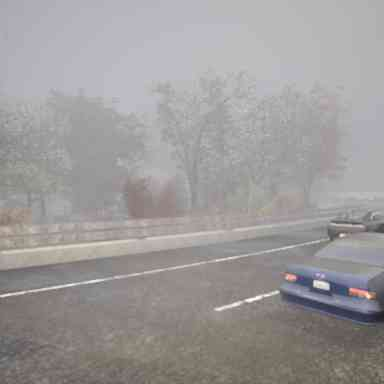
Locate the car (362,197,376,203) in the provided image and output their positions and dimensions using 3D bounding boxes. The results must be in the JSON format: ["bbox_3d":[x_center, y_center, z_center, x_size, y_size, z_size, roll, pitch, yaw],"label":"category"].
[{"bbox_3d":[43.610,2.147,83.582,1.994,1.385,4.181,0,0,2],"label":"car"}]

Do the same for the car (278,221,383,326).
[{"bbox_3d":[4.073,1.602,7.114,5.357,1.411,2.033,0,0,-40],"label":"car"}]

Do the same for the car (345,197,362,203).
[{"bbox_3d":[40.120,1.949,83.814,2.097,1.767,4.553,0,0,2],"label":"car"}]

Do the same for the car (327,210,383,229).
[{"bbox_3d":[8.012,1.608,15.452,4.902,1.511,2.128,0,0,-44],"label":"car"}]
